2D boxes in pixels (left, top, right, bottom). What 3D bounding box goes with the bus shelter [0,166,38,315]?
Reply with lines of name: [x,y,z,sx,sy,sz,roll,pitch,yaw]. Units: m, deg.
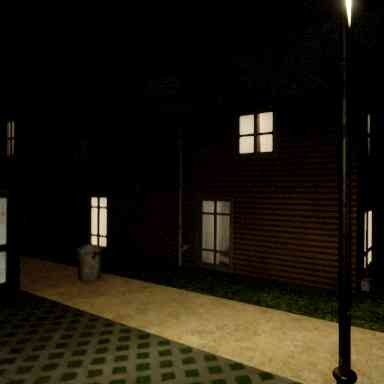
bus shelter: [-5.260,0.875,7.042,3.880,2.740,1.920,1,0,36]
